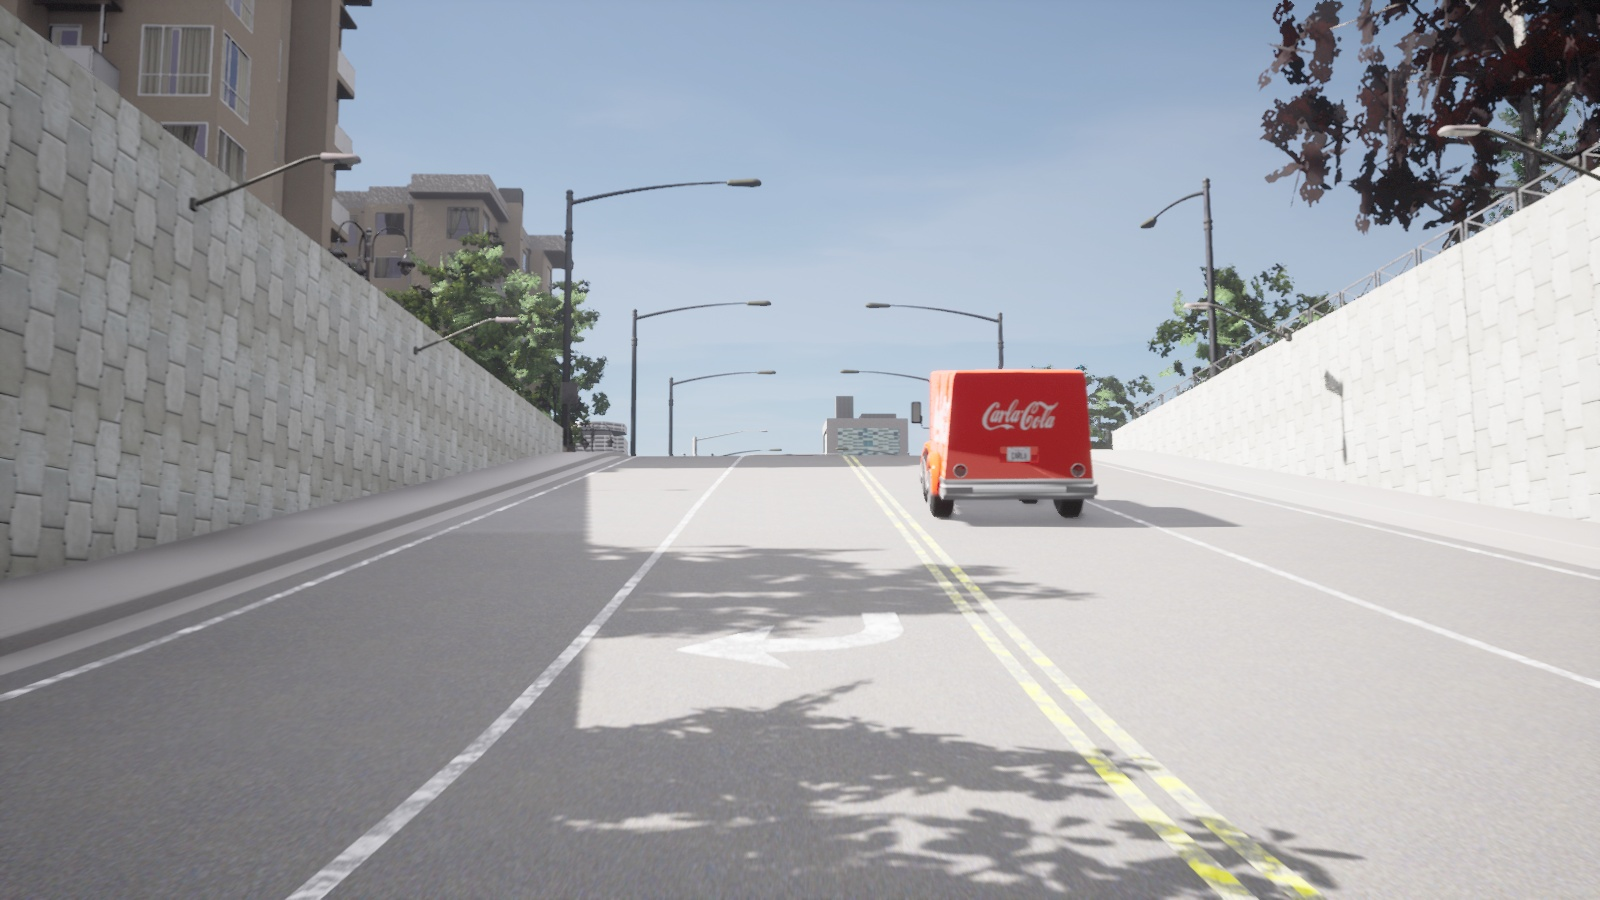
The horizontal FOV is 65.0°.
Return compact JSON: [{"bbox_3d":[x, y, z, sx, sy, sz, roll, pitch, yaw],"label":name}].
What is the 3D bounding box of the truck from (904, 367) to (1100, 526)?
[{"bbox_3d":[3.392,-0.192,22.312,2.627,2.467,5.204,-1,3,0],"label":"truck"}]
